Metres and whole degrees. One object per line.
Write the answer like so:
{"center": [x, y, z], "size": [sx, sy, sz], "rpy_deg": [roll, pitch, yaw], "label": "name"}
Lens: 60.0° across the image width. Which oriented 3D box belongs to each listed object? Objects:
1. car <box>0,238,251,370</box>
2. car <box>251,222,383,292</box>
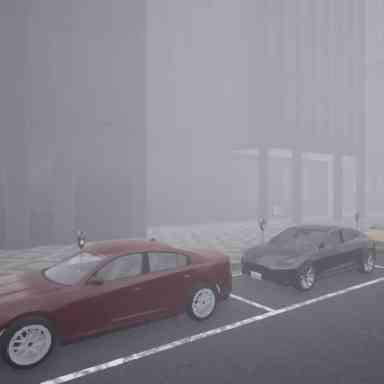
{"center": [-1.330, 1.545, 5.699], "size": [4.507, 1.381, 1.887], "rpy_deg": [0, 0, -35], "label": "car"}
{"center": [3.262, 1.566, 8.966], "size": [4.313, 1.339, 1.947], "rpy_deg": [0, 0, -35], "label": "car"}
